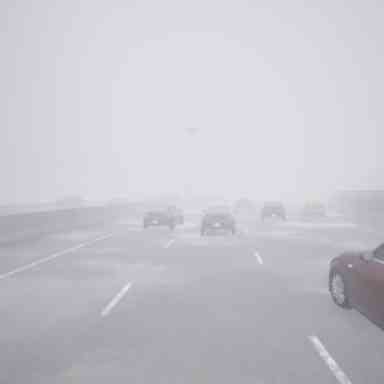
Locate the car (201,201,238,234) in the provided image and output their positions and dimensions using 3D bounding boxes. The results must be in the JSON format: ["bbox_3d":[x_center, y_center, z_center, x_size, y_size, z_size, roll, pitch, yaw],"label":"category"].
[{"bbox_3d":[1.563,1.474,19.003,1.812,1.442,4.674,0,0,8],"label":"car"}]

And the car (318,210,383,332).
[{"bbox_3d":[3.800,1.347,4.968,2.097,1.767,4.553,0,0,2],"label":"car"}]

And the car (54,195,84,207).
[{"bbox_3d":[-17.360,1.192,47.073,2.097,1.767,4.553,0,0,17],"label":"car"}]

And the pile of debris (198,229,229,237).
[{"bbox_3d":[1.160,2.132,17.475,1.500,0.140,1.860,0,0,7],"label":"pile of debris"}]

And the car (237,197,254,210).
[{"bbox_3d":[6.445,1.414,40.576,1.837,1.490,4.892,0,0,17],"label":"car"}]

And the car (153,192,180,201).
[{"bbox_3d":[-3.767,1.068,54.690,2.150,2.045,5.566,0,0,20],"label":"car"}]

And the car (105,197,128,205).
[{"bbox_3d":[-11.888,1.402,52.654,1.994,1.385,4.181,0,0,20],"label":"car"}]

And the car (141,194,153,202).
[{"bbox_3d":[-6.892,1.191,56.356,2.097,1.767,4.553,0,0,20],"label":"car"}]

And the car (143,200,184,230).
[{"bbox_3d":[-1.708,1.468,20.690,1.812,1.442,4.674,0,0,8],"label":"car"}]

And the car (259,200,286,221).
[{"bbox_3d":[6.520,1.449,26.958,1.837,1.490,4.892,0,0,11],"label":"car"}]

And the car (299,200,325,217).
[{"bbox_3d":[10.856,1.423,30.296,1.882,1.535,5.008,0,0,13],"label":"car"}]
